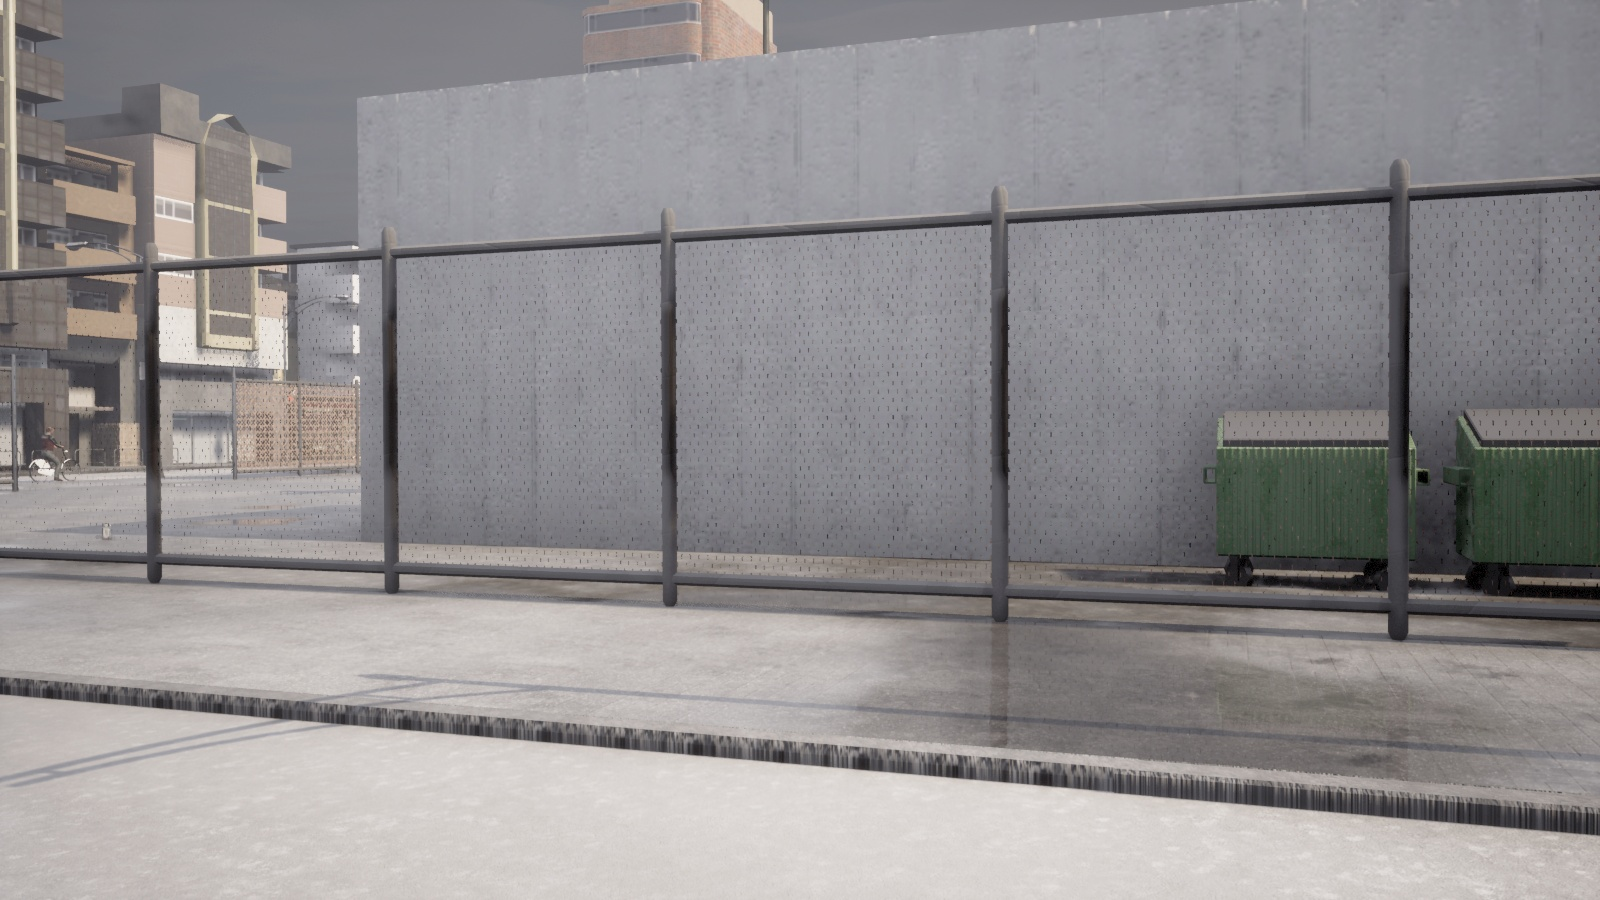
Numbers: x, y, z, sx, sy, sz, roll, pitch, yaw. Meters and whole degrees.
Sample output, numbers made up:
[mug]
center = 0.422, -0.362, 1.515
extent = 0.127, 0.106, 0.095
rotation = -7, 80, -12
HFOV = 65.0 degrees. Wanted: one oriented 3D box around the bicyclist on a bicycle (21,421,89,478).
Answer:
[bicyclist on a bicycle]
center = -23.671, -0.031, 39.939
extent = 0.659, 1.776, 1.843
rotation = 1, 1, 19
